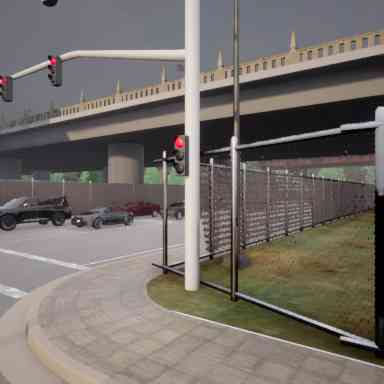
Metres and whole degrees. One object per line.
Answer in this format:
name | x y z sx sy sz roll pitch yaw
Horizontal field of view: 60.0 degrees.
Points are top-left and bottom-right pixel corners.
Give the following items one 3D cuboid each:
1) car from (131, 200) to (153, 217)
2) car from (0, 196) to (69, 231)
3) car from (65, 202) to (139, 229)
car | -4.941 1.533 29.660 1.882 1.535 5.008 0 0 35
car | -10.616 1.277 21.658 2.150 2.045 5.566 0 0 36
car | -5.897 1.619 22.254 1.994 1.385 4.181 0 0 35
